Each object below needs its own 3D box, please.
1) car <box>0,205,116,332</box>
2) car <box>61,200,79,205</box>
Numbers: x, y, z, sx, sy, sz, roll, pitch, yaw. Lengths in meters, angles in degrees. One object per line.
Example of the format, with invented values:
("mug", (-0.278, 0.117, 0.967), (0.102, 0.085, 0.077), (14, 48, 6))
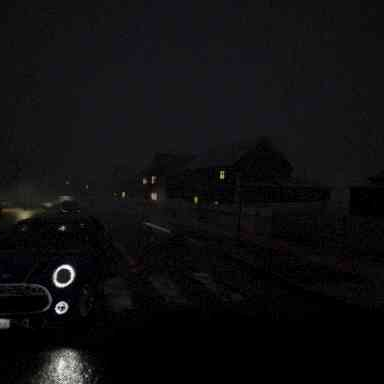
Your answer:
("car", (-2.936, 1.313, 7.005), (2.097, 1.767, 4.553), (1, 0, -5))
("car", (-11.041, 1.541, 30.143), (1.837, 1.490, 4.892), (1, 0, -24))
